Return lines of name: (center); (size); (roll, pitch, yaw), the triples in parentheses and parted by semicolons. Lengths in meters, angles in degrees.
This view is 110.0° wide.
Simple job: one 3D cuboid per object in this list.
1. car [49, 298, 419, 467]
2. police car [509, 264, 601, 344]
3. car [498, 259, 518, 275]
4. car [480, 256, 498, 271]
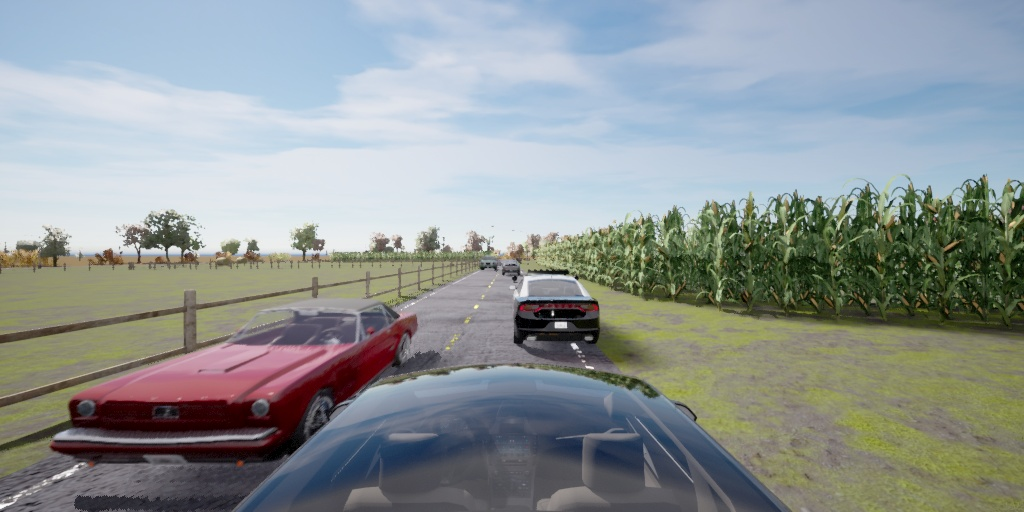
car: (-2.828, 1.350, 5.120); (1.895, 1.301, 4.718); (0, 0, 0)
police car: (0.959, 1.175, 9.732); (1.930, 1.638, 5.238); (0, 0, 0)
car: (-0.090, 1.241, 38.320); (2.128, 1.511, 4.902); (0, 0, 0)
car: (-3.072, 0.972, 48.105); (2.150, 2.045, 5.566); (0, 0, 0)
